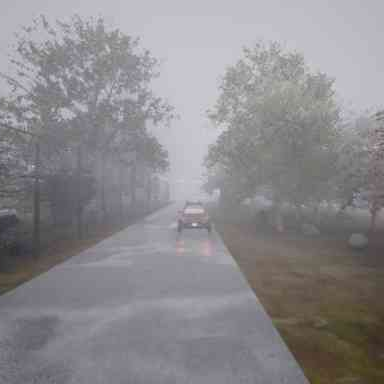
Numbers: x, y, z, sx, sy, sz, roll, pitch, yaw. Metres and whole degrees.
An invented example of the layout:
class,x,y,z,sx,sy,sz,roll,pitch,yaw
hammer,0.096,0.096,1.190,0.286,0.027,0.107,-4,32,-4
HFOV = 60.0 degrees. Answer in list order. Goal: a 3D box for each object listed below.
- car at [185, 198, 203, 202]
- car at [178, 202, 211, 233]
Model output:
class,x,y,z,sx,sy,sz,roll,pitch,yaw
car,0.184,1.469,37.803,1.882,1.535,5.008,0,0,0
car,0.139,1.521,19.689,1.812,1.442,4.674,0,0,0
